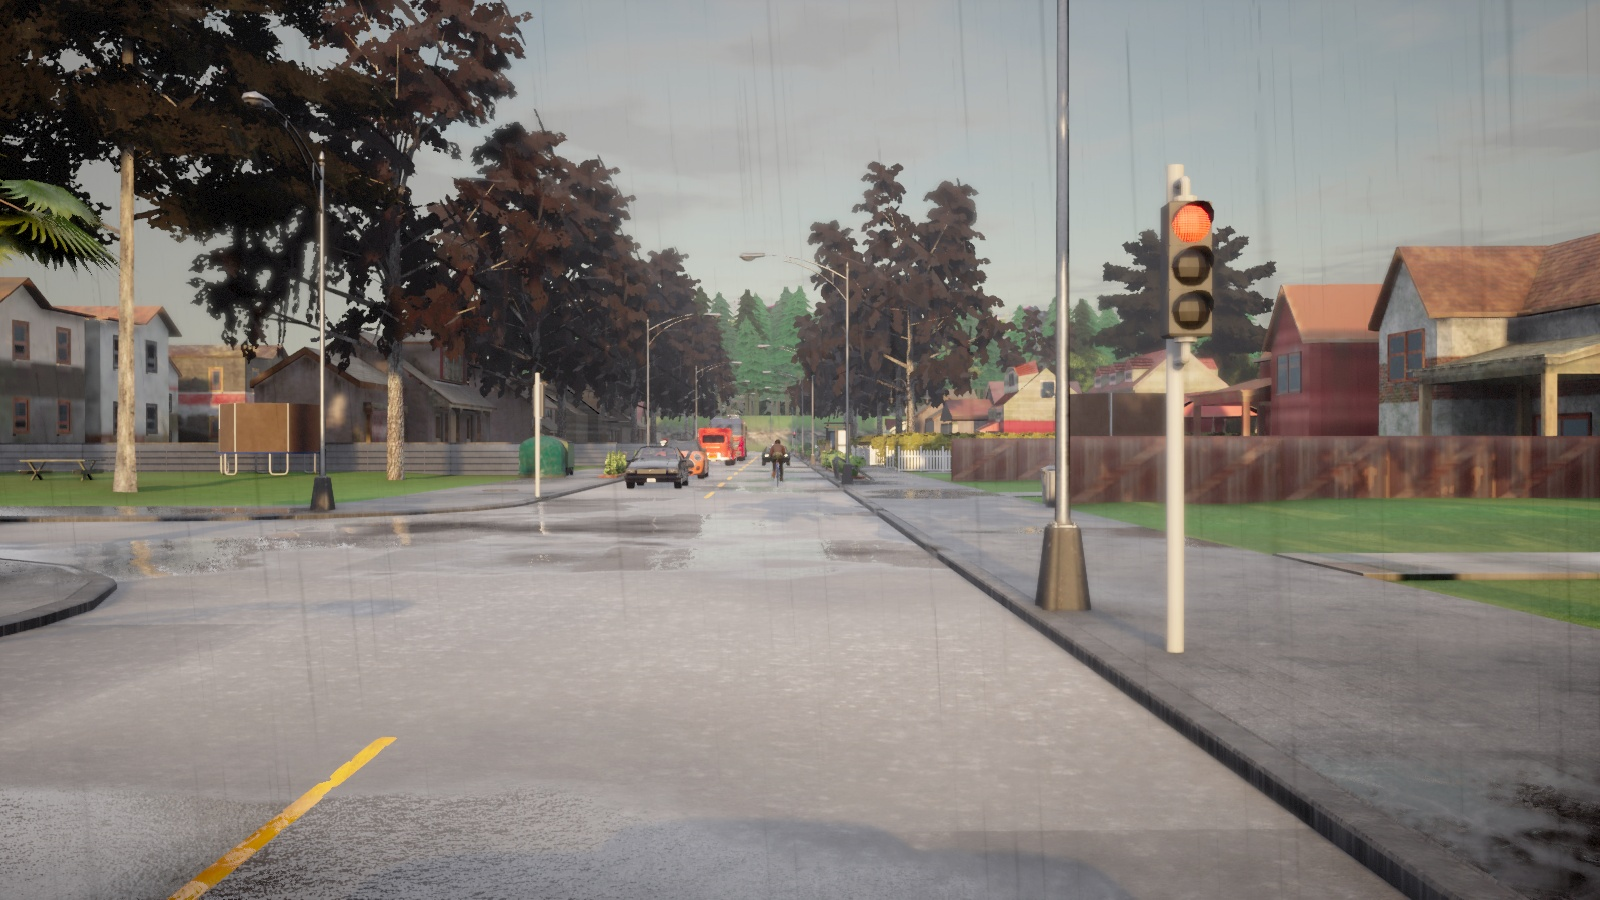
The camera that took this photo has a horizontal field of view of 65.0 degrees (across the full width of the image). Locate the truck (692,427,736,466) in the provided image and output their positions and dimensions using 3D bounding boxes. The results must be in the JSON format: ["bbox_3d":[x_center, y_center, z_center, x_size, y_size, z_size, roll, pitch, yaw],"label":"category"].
[{"bbox_3d":[-5.569,-0.209,82.335,2.627,2.467,5.204,0,0,-1],"label":"truck"}]

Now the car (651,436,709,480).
[{"bbox_3d":[-4.985,0.304,52.842,2.097,1.767,4.553,0,0,-1],"label":"car"}]

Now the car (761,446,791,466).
[{"bbox_3d":[-1.597,0.373,83.818,1.895,1.301,4.718,0,0,-1],"label":"car"}]

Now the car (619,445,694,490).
[{"bbox_3d":[-4.789,0.549,42.690,2.033,1.411,5.357,0,0,-1],"label":"car"}]
